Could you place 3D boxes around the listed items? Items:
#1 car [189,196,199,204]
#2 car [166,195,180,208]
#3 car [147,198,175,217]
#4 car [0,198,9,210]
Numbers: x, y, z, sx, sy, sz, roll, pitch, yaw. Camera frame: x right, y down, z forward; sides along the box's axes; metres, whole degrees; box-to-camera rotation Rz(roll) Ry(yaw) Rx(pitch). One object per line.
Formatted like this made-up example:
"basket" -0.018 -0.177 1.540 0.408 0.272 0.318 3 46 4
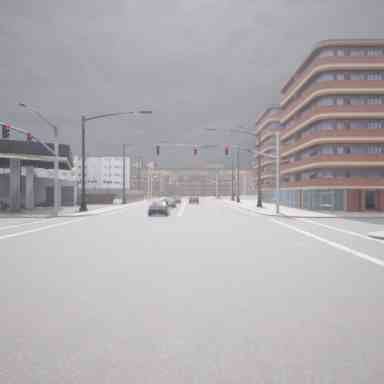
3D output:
"car" 0.346 1.491 63.754 2.128 1.511 4.902 0 0 0
"car" -3.141 1.489 46.082 2.128 1.511 4.902 0 0 0
"car" -3.056 1.548 31.674 2.033 1.411 5.357 0 0 0
"car" -23.943 1.456 39.446 3.806 1.475 1.970 0 0 1
